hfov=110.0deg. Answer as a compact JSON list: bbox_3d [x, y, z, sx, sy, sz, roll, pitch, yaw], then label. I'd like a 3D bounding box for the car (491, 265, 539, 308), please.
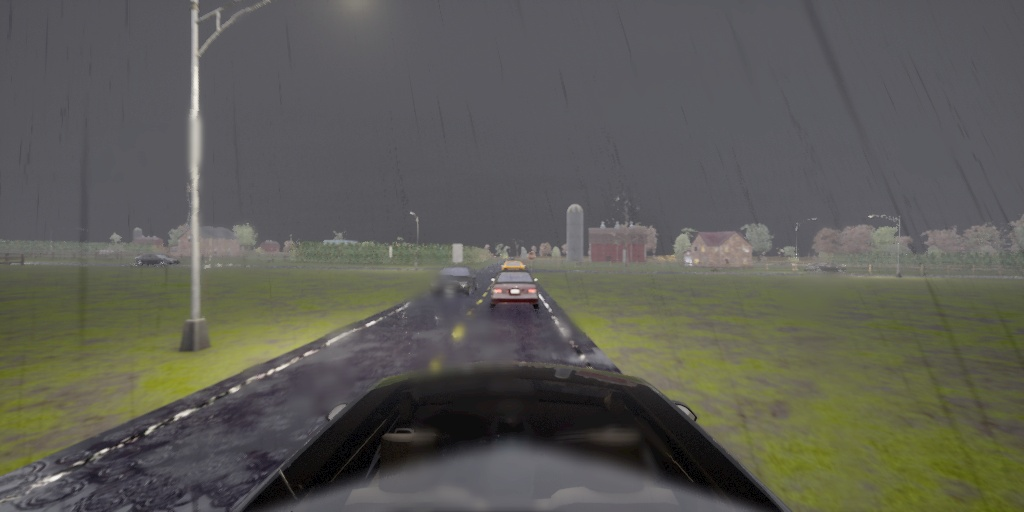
[{"bbox_3d":[0.105,1.262,14.876,2.033,1.411,5.357,0,0,0],"label":"car"}]

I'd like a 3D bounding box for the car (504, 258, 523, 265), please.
[{"bbox_3d":[0.113,1.158,29.897,1.882,1.535,5.008,0,0,0],"label":"car"}]

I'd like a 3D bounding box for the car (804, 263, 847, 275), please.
[{"bbox_3d":[42.699,1.736,48.876,4.892,1.490,1.837,1,1,0],"label":"car"}]

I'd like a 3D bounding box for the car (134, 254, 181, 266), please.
[{"bbox_3d":[-45.245,0.517,45.782,4.892,1.490,1.837,1,1,0],"label":"car"}]

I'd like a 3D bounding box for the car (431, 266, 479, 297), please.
[{"bbox_3d":[-2.839,1.252,18.987,2.033,1.411,5.357,0,0,0],"label":"car"}]
